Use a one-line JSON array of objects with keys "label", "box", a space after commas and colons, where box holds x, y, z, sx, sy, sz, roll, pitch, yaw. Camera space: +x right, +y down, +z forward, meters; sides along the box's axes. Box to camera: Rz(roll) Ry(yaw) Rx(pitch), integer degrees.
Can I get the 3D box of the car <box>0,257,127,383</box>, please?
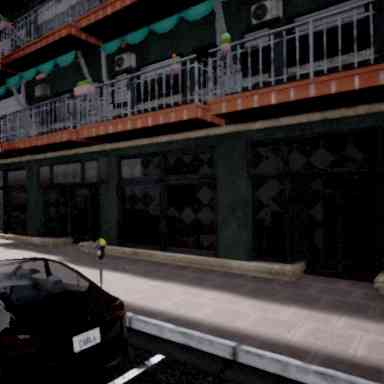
[{"label": "car", "box": [-2.799, 1.620, 4.727, 4.313, 1.339, 1.947, -1, -1, 36]}]
